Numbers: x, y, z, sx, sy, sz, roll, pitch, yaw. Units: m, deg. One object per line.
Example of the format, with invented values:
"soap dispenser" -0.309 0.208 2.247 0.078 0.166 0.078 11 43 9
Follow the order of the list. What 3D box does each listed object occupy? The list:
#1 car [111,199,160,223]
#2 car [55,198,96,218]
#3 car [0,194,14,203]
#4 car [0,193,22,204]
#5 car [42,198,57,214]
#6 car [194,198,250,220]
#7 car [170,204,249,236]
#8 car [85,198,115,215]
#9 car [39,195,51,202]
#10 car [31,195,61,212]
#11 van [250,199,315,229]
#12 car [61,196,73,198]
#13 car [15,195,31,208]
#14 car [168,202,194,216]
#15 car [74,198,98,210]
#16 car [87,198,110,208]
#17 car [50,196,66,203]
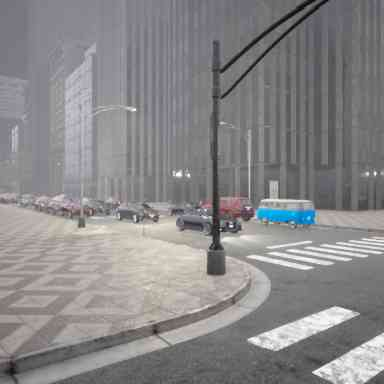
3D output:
"car" -4.312 1.537 26.021 1.837 1.490 4.892 0 0 -36
"car" -10.809 1.572 30.561 1.887 1.381 4.507 0 0 -36
"car" -37.422 1.285 66.992 2.192 1.841 5.009 0 0 -36
"car" -34.095 1.298 62.438 2.192 1.841 5.009 0 0 -36
"car" -14.136 1.606 35.115 1.802 1.307 4.206 0 0 -36
"car" 2.744 1.352 26.461 2.192 1.841 5.009 0 0 -36
"car" 0.872 1.600 18.924 1.994 1.385 4.181 0 0 -36
"car" -9.831 1.532 33.587 1.837 1.490 4.892 0 0 -36
"car" -33.967 1.482 76.727 1.752 1.417 4.829 0 0 -35
"car" -17.462 1.461 39.669 1.967 1.590 4.097 0 0 -36
"van" 6.072 1.379 21.906 1.690 1.788 3.998 0 0 -36
"car" -15.613 1.547 41.570 1.812 1.442 4.674 0 0 -36
"car" -24.115 1.562 48.776 2.008 1.369 4.403 0 0 -36
"car" -0.583 1.599 31.016 1.947 1.339 4.313 0 0 -36
"car" -14.436 1.547 45.220 1.812 1.442 4.674 0 0 -36
"car" -13.891 1.602 49.233 1.802 1.307 4.206 0 0 -36
"car" -27.298 1.511 67.589 1.752 1.417 4.829 0 0 -36
